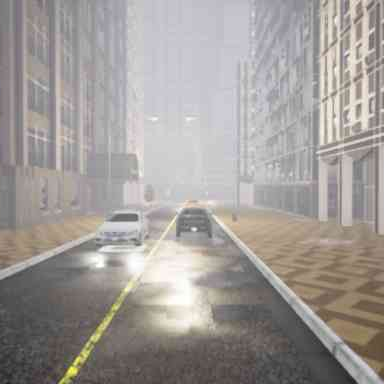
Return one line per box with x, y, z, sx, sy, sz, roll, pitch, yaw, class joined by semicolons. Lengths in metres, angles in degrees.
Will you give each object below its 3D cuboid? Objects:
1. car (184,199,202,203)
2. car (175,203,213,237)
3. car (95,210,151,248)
0.107;1.589;39.140;1.882;1.535;5.008;0;0;0;car
0.103;1.554;18.414;1.837;1.490;4.892;0;0;0;car
-2.998;1.566;15.212;1.812;1.442;4.674;0;0;0;car
